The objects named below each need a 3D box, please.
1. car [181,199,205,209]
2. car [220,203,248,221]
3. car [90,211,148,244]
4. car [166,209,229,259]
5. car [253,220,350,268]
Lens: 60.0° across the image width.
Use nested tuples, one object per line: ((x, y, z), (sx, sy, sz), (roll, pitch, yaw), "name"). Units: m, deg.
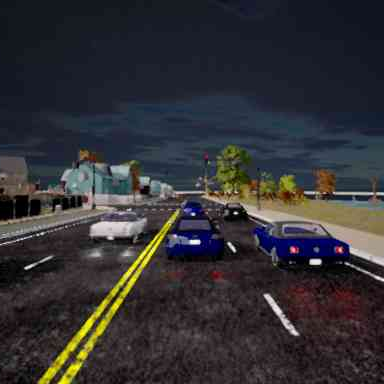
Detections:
((0.093, 1.528, 27.554), (1.812, 1.442, 4.674), (0, 0, 0), "car")
((3.342, 1.566, 27.334), (1.994, 1.385, 4.181), (0, 0, 0), "car")
((-3.353, 1.600, 15.935), (1.895, 1.301, 4.718), (0, 0, 0), "car")
((0.095, 1.562, 12.566), (1.994, 1.385, 4.181), (0, 0, 0), "car")
((3.346, 1.599, 11.212), (1.895, 1.301, 4.718), (0, 0, 0), "car")
